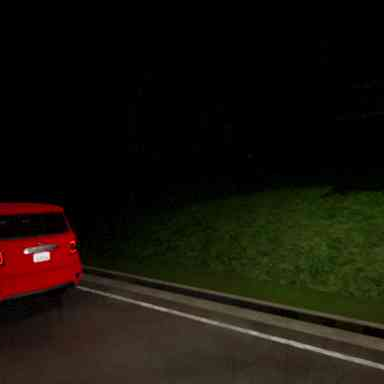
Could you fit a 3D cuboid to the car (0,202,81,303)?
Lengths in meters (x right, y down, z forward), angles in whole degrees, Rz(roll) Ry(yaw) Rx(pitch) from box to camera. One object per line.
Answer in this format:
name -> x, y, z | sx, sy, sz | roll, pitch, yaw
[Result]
car -> -4.841, 1.254, 7.442 | 5.566, 2.045, 2.150 | 0, 0, 35
